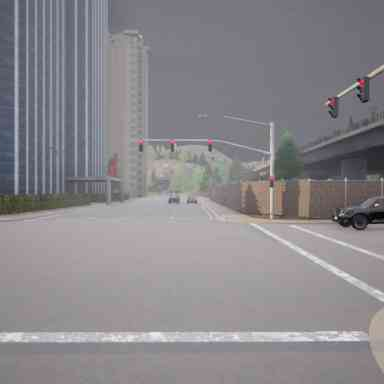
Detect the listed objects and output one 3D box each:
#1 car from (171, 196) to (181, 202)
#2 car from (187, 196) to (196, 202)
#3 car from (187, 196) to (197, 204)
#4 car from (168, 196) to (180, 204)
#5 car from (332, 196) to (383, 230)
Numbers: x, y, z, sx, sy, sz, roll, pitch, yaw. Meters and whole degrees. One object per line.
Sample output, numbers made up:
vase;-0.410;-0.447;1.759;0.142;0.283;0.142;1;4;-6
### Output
car;-3.603;1.540;74.406;2.033;1.411;5.357;0;0;0
car;-0.104;1.595;74.547;1.895;1.301;4.718;0;0;0
car;0.009;1.564;64.585;1.994;1.385;4.181;0;0;0
car;-3.492;1.478;64.188;1.882;1.535;5.008;0;0;0
car;11.816;1.277;20.920;5.566;2.045;2.150;0;0;0
